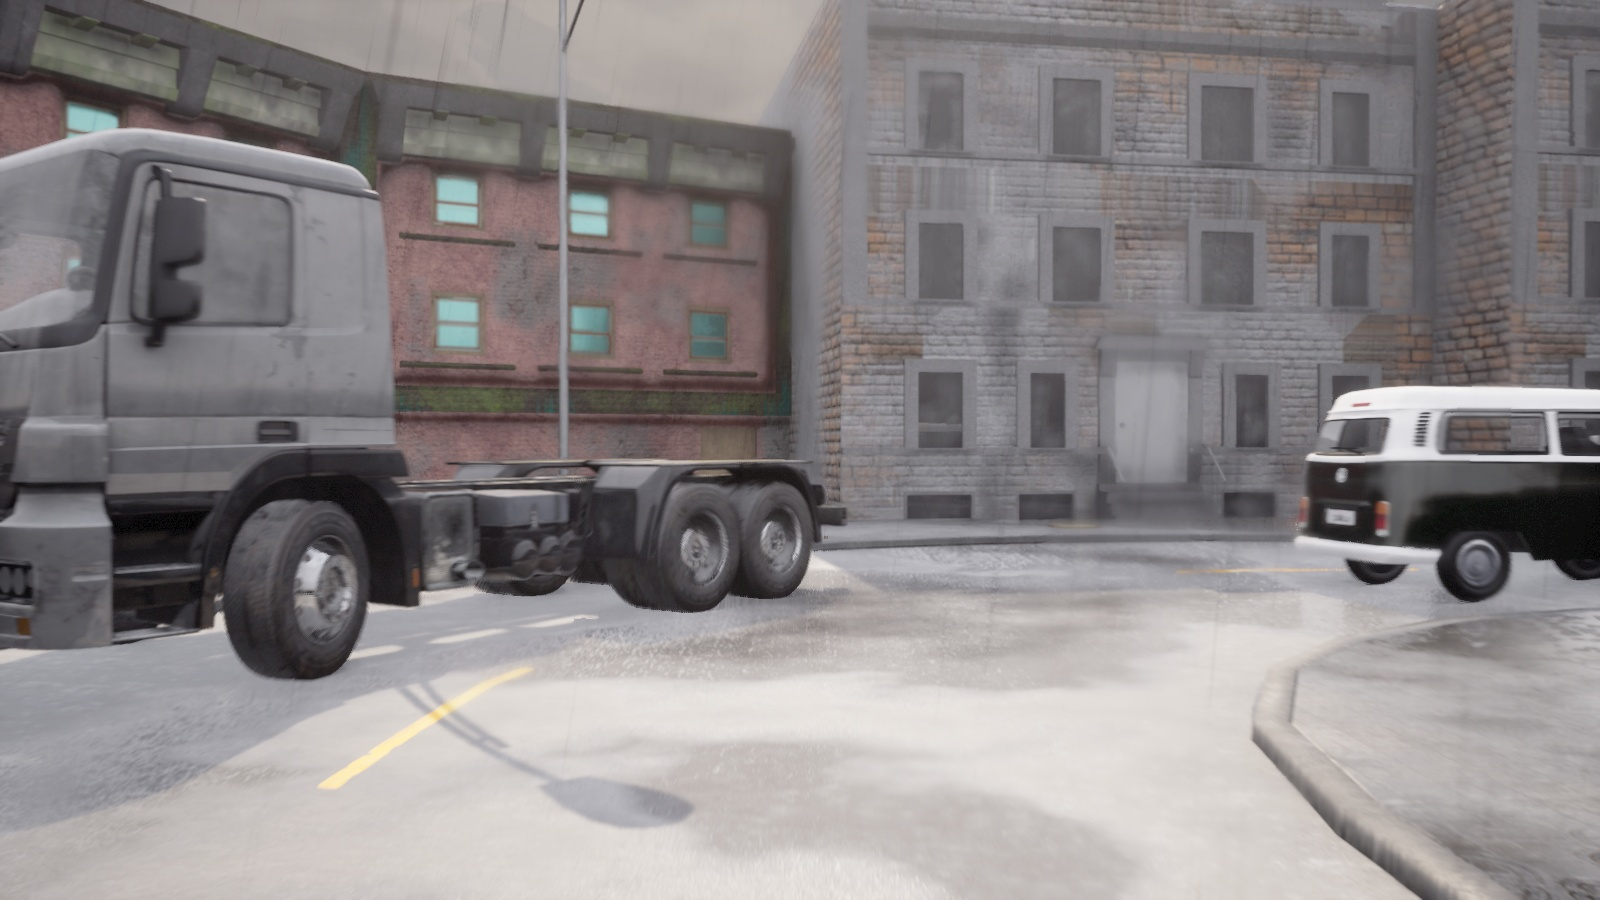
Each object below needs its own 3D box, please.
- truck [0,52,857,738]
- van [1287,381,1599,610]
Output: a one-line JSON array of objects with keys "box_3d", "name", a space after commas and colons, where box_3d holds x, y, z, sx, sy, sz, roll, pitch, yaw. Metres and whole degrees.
[{"box_3d": [-2.856, -0.295, 10.423, 2.891, 3.462, 7.936, 0, 0, 34], "name": "truck"}, {"box_3d": [7.495, 0.406, 12.535, 4.480, 2.038, 2.069, 0, 0, -9], "name": "van"}]
